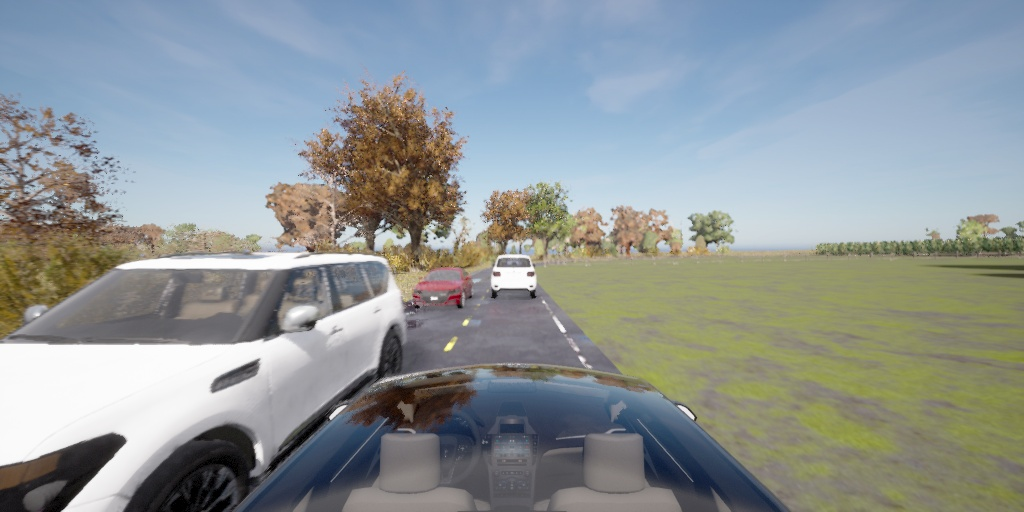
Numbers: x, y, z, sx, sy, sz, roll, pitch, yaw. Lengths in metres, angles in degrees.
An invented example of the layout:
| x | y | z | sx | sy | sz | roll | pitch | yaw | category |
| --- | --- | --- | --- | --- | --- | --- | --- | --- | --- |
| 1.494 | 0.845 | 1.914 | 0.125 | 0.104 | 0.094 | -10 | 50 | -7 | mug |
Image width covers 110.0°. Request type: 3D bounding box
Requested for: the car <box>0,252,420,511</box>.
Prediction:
| x | y | z | sx | sy | sz | roll | pitch | yaw | category |
| --- | --- | --- | --- | --- | --- | --- | --- | --- | --- |
| -2.832 | 0.970 | 3.789 | 2.150 | 2.045 | 5.566 | 0 | 0 | 0 | car |

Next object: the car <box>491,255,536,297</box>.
| x | y | z | sx | sy | sz | roll | pitch | yaw | category |
| --- | --- | --- | --- | --- | --- | --- | --- | --- | --- |
| 0.085 | 0.963 | 18.849 | 2.150 | 2.045 | 5.566 | 0 | 0 | 0 | car |

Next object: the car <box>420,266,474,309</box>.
| x | y | z | sx | sy | sz | roll | pitch | yaw | category |
| --- | --- | --- | --- | --- | --- | --- | --- | --- | --- |
| -2.753 | 1.229 | 15.198 | 1.882 | 1.535 | 5.008 | 0 | 0 | 0 | car |
